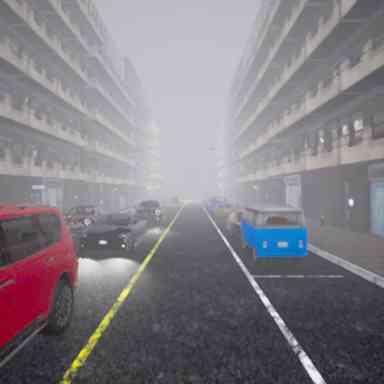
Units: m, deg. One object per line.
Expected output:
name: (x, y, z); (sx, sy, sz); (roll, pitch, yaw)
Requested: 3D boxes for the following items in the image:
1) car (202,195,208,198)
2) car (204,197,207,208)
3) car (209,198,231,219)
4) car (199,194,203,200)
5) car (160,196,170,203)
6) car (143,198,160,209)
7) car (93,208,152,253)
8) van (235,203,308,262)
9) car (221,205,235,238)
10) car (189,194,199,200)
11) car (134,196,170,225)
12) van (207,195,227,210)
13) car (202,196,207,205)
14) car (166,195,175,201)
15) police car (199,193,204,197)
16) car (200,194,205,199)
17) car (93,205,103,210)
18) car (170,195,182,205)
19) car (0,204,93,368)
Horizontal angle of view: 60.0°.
car: (2.825, 1.566, 51.562); (1.802, 1.307, 4.206); (-1, 0, 0)
car: (2.793, 1.564, 40.193); (1.802, 1.307, 4.206); (-1, 0, 0)
car: (2.760, 1.509, 28.993); (1.752, 1.417, 4.829); (-1, 0, 0)
car: (2.857, 1.572, 62.932); (1.802, 1.307, 4.206); (-1, 0, 0)
car: (-5.508, 1.513, 68.473); (1.752, 1.417, 4.829); (-1, 0, 0)
car: (-5.571, 1.558, 45.904); (1.802, 1.307, 4.206); (-1, 0, 0)
car: (-3.045, 1.550, 13.505); (1.994, 1.385, 4.181); (0, 0, 1)
van: (2.712, 1.333, 11.768); (1.690, 1.788, 3.998); (-1, 0, 0)
car: (2.728, 1.570, 17.453); (1.802, 1.307, 4.206); (-1, 0, 0)
car: (0.250, 1.229, 88.630); (2.097, 1.767, 4.553); (0, 0, 0)
car: (-2.989, 1.333, 23.736); (2.097, 1.767, 4.553); (0, 0, 1)
van: (2.774, 1.323, 34.508); (1.690, 1.788, 3.998); (-1, 0, 0)
car: (2.809, 1.549, 45.877); (1.947, 1.339, 4.313); (-1, 0, 0)
car: (-5.460, 1.548, 85.697); (1.887, 1.381, 4.507); (-1, 0, 0)
police car: (3.211, 1.425, 74.962); (1.930, 1.638, 5.238); (0, 0, 0)
car: (2.840, 1.531, 57.247); (1.887, 1.381, 4.507); (-1, 0, 0)
car: (-5.663, 1.422, 17.479); (1.967, 1.590, 4.097); (-1, 0, 0)
car: (-2.879, 1.488, 59.184); (1.837, 1.490, 4.892); (0, 0, 1)
car: (-3.093, 1.217, 3.777); (2.150, 2.045, 5.566); (0, 0, 0)
